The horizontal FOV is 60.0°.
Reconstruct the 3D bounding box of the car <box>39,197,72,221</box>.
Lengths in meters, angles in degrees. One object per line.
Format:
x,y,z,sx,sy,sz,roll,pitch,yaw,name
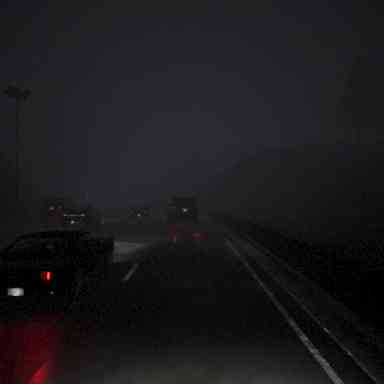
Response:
-11.740,1.428,29.415,2.150,2.045,5.566,1,0,-9,car

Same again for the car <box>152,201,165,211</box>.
-4.867,1.932,47.453,1.895,1.301,4.718,0,0,-16,car

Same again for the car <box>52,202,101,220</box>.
-7.511,1.651,22.738,2.128,1.511,4.902,0,0,-5,car

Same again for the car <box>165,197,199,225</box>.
-0.787,1.406,26.243,2.150,2.045,5.566,0,0,-6,car

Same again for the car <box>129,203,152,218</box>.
-5.157,1.827,32.432,1.895,1.301,4.718,0,0,-9,car

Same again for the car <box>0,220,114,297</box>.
-3.408,1.662,8.676,1.895,1.301,4.718,0,0,0,car
